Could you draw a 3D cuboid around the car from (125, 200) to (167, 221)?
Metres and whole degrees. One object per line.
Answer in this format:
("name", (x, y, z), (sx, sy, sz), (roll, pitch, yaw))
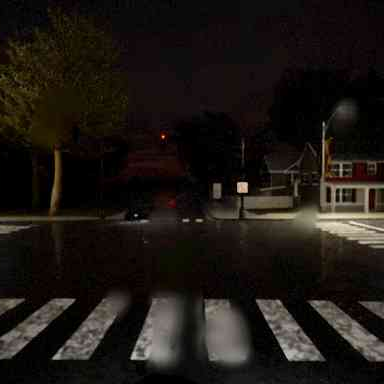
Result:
("car", (-3.705, 1.524, 26.038), (1.994, 1.385, 4.181), (0, -1, 10))

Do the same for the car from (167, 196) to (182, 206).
("car", (-2.882, 1.409, 55.082), (2.128, 1.511, 4.902), (0, 0, 1))

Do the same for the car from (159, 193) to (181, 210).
("car", (-2.931, 1.171, 42.272), (2.150, 2.045, 5.566), (0, 0, 0))
